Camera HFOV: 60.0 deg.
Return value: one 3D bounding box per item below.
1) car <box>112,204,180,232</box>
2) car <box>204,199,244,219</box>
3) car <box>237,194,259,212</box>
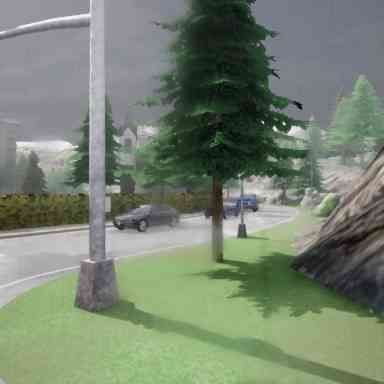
[{"bbox_3d":[-2.655,1.505,20.337,1.837,1.490,4.892,0,0,35],"label":"car"},{"bbox_3d":[2.723,1.601,29.124,1.895,1.301,4.718,0,0,26],"label":"car"},{"bbox_3d":[6.522,1.221,38.802,2.150,2.045,5.566,0,0,16],"label":"car"}]
